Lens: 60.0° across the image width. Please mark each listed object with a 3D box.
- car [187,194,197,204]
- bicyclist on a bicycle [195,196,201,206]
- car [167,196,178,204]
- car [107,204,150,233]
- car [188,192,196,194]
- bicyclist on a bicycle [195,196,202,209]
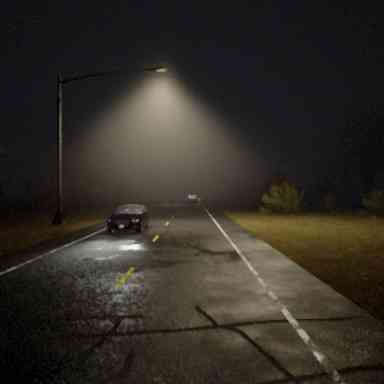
[{"bbox_3d":[0.036,1.531,60.455,1.895,1.301,4.718,0,0,1],"label":"car"},{"bbox_3d":[0.952,1.386,51.306,0.866,1.612,1.509,0,0,0],"label":"bicyclist on a bicycle"},{"bbox_3d":[-3.543,1.408,60.449,1.882,1.535,5.008,0,0,1],"label":"car"},{"bbox_3d":[-3.600,1.486,19.465,2.128,1.511,4.902,0,0,0],"label":"car"},{"bbox_3d":[-0.002,1.119,75.385,2.150,2.045,5.566,0,0,0],"label":"car"},{"bbox_3d":[0.955,1.401,43.395,0.866,1.612,1.509,0,0,0],"label":"bicyclist on a bicycle"}]
